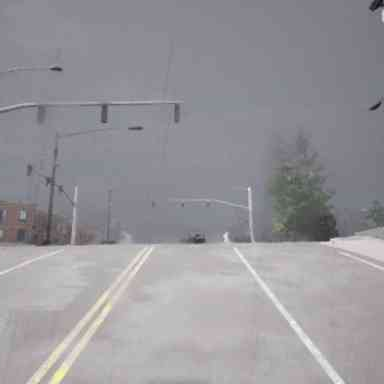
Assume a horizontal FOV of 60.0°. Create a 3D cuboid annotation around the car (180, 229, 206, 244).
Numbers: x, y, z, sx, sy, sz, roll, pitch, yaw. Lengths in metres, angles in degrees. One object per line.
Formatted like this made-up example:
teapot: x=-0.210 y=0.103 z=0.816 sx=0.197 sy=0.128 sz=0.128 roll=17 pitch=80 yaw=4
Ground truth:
car: x=0.087 y=3.519 z=24.490 sx=2.033 sy=1.411 sz=5.357 roll=-1 pitch=-13 yaw=0
